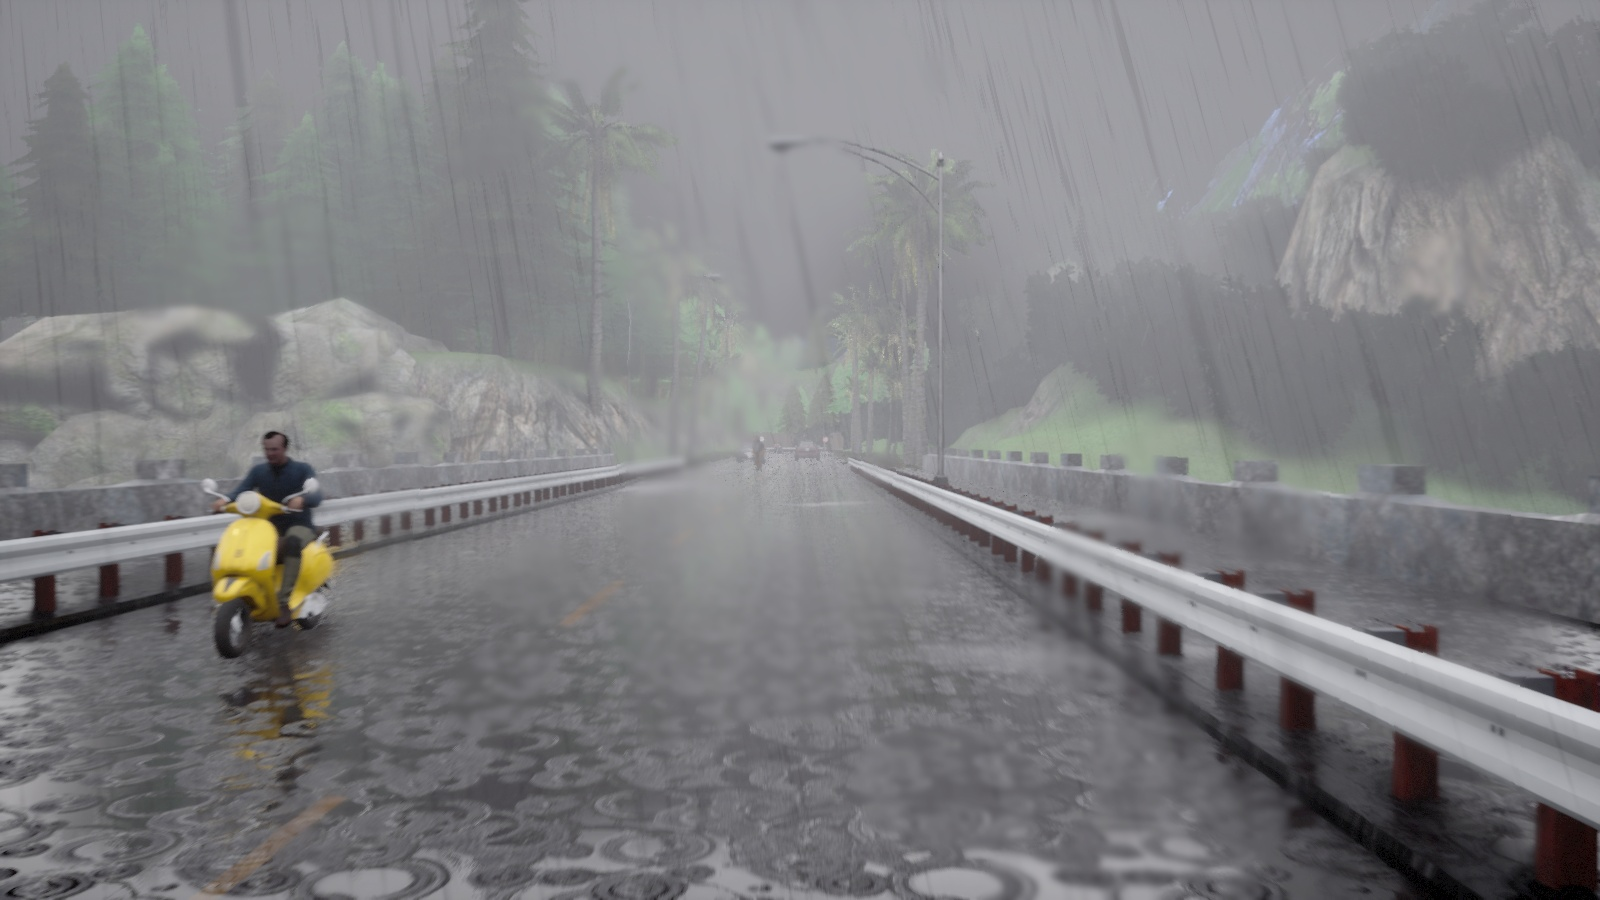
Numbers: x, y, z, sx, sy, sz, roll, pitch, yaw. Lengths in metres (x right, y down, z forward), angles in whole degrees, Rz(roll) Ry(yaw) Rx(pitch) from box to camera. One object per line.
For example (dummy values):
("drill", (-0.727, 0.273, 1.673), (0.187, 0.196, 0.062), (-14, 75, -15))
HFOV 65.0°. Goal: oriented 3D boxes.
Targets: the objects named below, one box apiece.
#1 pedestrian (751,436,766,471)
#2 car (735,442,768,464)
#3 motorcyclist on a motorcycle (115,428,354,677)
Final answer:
("pedestrian", (-2.212, 0.172, 66.805), (0.540, 1.848, 0.694), (0, 0, 33))
("car", (-3.472, 0.193, 90.892), (2.128, 1.511, 4.902), (0, 0, 0))
("motorcyclist on a motorcycle", (-3.934, 0.647, 8.929), (0.866, 1.590, 1.817), (0, 0, 0))
